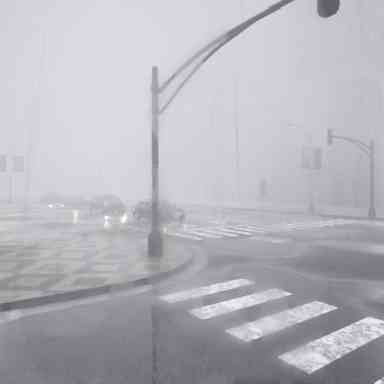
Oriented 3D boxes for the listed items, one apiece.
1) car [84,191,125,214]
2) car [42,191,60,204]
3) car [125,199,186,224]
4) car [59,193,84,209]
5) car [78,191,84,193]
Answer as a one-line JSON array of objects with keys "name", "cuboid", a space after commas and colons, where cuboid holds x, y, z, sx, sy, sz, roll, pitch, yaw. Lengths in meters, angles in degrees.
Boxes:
[{"name": "car", "cuboid": [-7.655, 0.975, 29.717, 2.097, 1.767, 4.553, 0, 1, -36]}, {"name": "car", "cuboid": [-18.885, 0.693, 45.371, 2.097, 1.767, 4.553, 0, 1, -35]}, {"name": "car", "cuboid": [-2.325, 1.243, 22.316, 2.128, 1.511, 4.902, 0, 1, -36]}, {"name": "car", "cuboid": [-12.900, 1.095, 37.009, 1.895, 1.301, 4.718, 0, 1, -36]}, {"name": "car", "cuboid": [-21.671, 0.519, 66.194, 1.882, 1.535, 5.008, 0, 1, -36]}]
